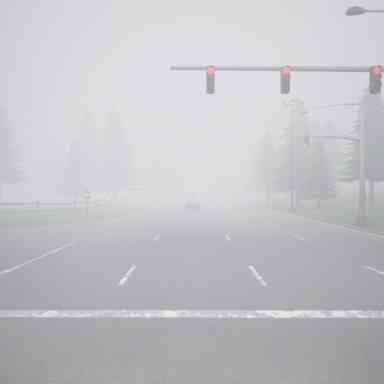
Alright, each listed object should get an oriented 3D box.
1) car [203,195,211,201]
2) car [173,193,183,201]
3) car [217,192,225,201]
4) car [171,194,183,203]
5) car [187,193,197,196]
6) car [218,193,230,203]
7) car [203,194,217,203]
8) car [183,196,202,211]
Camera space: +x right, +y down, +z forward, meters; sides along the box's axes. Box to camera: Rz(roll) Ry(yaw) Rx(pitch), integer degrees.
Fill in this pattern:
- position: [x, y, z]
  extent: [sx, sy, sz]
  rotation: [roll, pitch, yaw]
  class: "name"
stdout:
- position: [3.590, 1.423, 80.807]
  extent: [1.895, 1.301, 4.718]
  rotation: [0, 0, 0]
  class: "car"
- position: [-3.410, 1.183, 80.755]
  extent: [2.097, 1.767, 4.553]
  rotation: [0, 0, 0]
  class: "car"
- position: [7.090, 1.053, 80.803]
  extent: [2.150, 2.045, 5.566]
  rotation: [0, 0, 0]
  class: "car"
- position: [-3.422, 1.528, 70.365]
  extent: [2.033, 1.411, 5.357]
  rotation: [0, 0, 0]
  class: "car"
- position: [0.079, 1.541, 70.778]
  extent: [1.994, 1.385, 4.181]
  rotation: [0, 0, 0]
  class: "car"
- position: [7.079, 1.513, 70.770]
  extent: [1.812, 1.442, 4.674]
  rotation: [0, 0, 0]
  class: "car"
- position: [3.578, 1.513, 70.357]
  extent: [2.128, 1.511, 4.902]
  rotation: [0, 0, 0]
  class: "car"
- position: [0.044, 1.524, 39.748]
  extent: [1.812, 1.442, 4.674]
  rotation: [0, 0, 0]
  class: "car"
